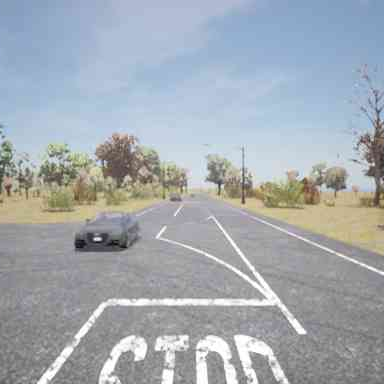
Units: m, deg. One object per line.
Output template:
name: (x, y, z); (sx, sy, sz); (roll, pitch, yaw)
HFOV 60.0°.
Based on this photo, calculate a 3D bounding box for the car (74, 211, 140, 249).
car: (-3.468, 1.535, 14.193); (1.994, 1.385, 4.181); (0, 0, 0)

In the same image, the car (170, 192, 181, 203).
car: (-3.378, 1.111, 69.021); (2.150, 2.045, 5.566); (0, 0, 0)
